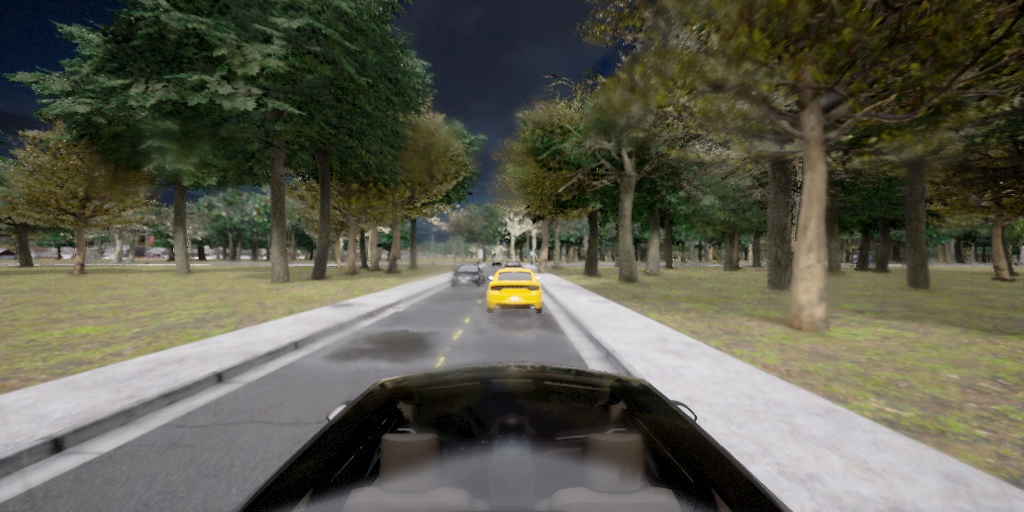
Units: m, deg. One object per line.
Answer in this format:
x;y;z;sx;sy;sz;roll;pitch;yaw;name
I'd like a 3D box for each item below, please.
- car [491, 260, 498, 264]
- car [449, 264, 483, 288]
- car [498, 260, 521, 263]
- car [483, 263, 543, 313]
-2.750;1.318;65.313;1.895;1.301;4.718;0;0;0;car
-2.843;1.250;23.754;1.812;1.442;4.674;0;0;0;car
0.106;1.206;32.322;2.128;1.511;4.902;0;0;0;car
0.102;1.213;13.998;1.882;1.535;5.008;0;0;0;car
